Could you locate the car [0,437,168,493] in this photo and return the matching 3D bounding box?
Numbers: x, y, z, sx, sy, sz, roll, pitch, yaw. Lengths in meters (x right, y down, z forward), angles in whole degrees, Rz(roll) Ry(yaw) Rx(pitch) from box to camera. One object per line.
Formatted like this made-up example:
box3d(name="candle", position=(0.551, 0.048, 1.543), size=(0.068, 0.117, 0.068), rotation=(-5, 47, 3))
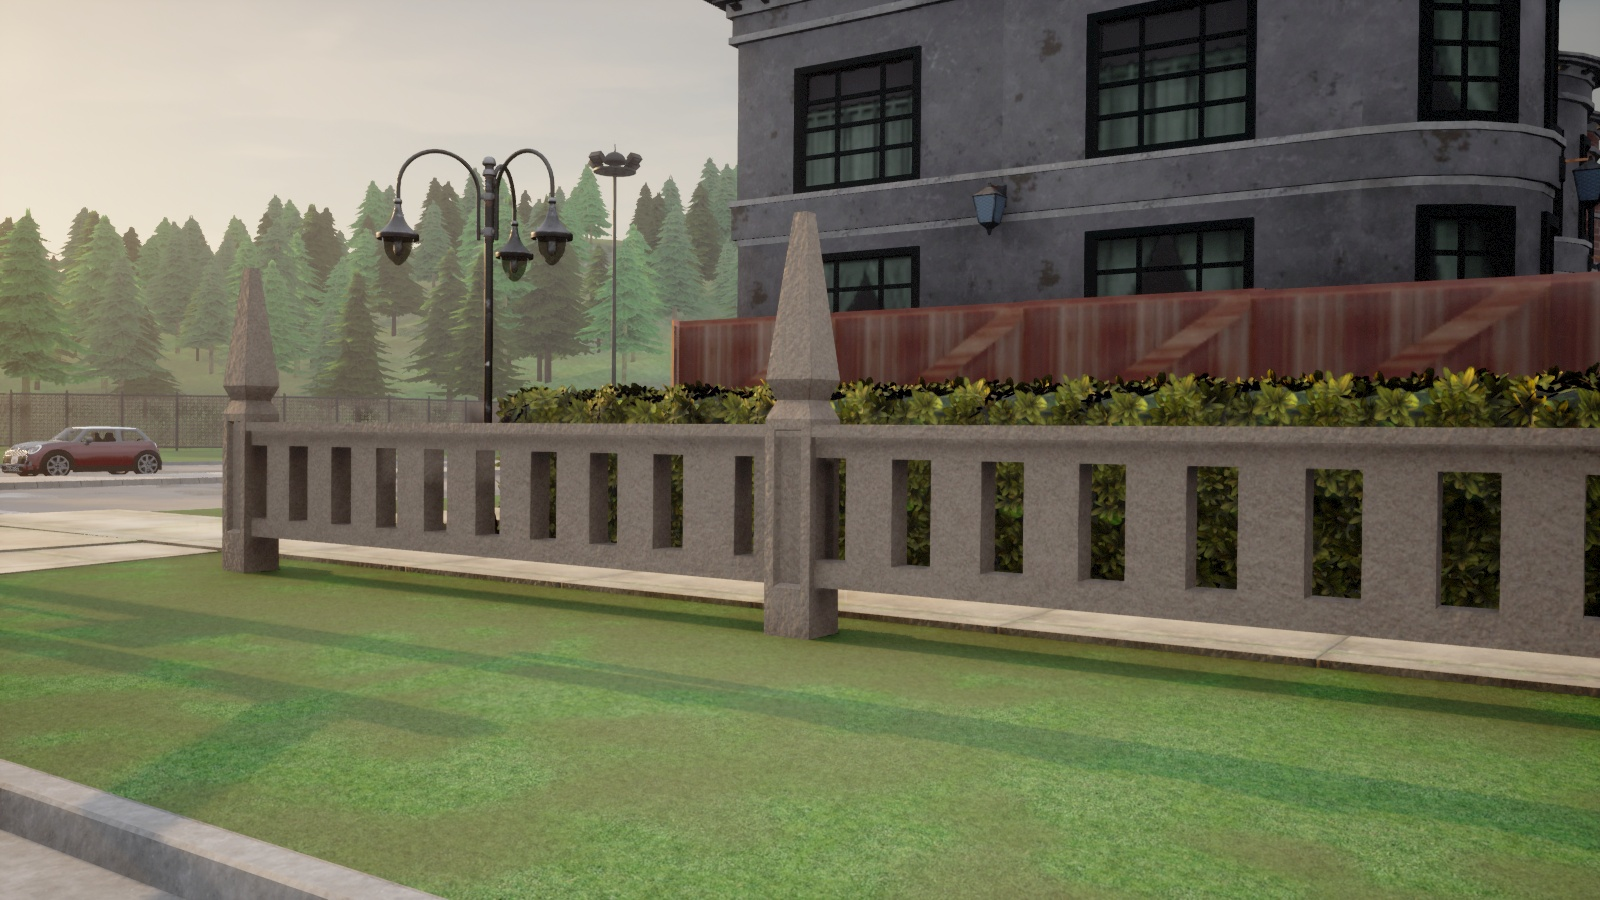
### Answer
box3d(name="car", position=(-20.619, 0.389, 36.179), size=(1.970, 1.475, 3.806), rotation=(0, 1, 34))
